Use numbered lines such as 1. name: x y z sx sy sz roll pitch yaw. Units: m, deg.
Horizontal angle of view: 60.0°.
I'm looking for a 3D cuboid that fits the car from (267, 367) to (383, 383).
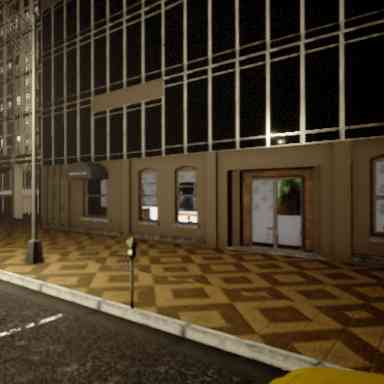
1. car: 2.325 1.527 1.218 4.829 1.417 1.752 0 0 36
